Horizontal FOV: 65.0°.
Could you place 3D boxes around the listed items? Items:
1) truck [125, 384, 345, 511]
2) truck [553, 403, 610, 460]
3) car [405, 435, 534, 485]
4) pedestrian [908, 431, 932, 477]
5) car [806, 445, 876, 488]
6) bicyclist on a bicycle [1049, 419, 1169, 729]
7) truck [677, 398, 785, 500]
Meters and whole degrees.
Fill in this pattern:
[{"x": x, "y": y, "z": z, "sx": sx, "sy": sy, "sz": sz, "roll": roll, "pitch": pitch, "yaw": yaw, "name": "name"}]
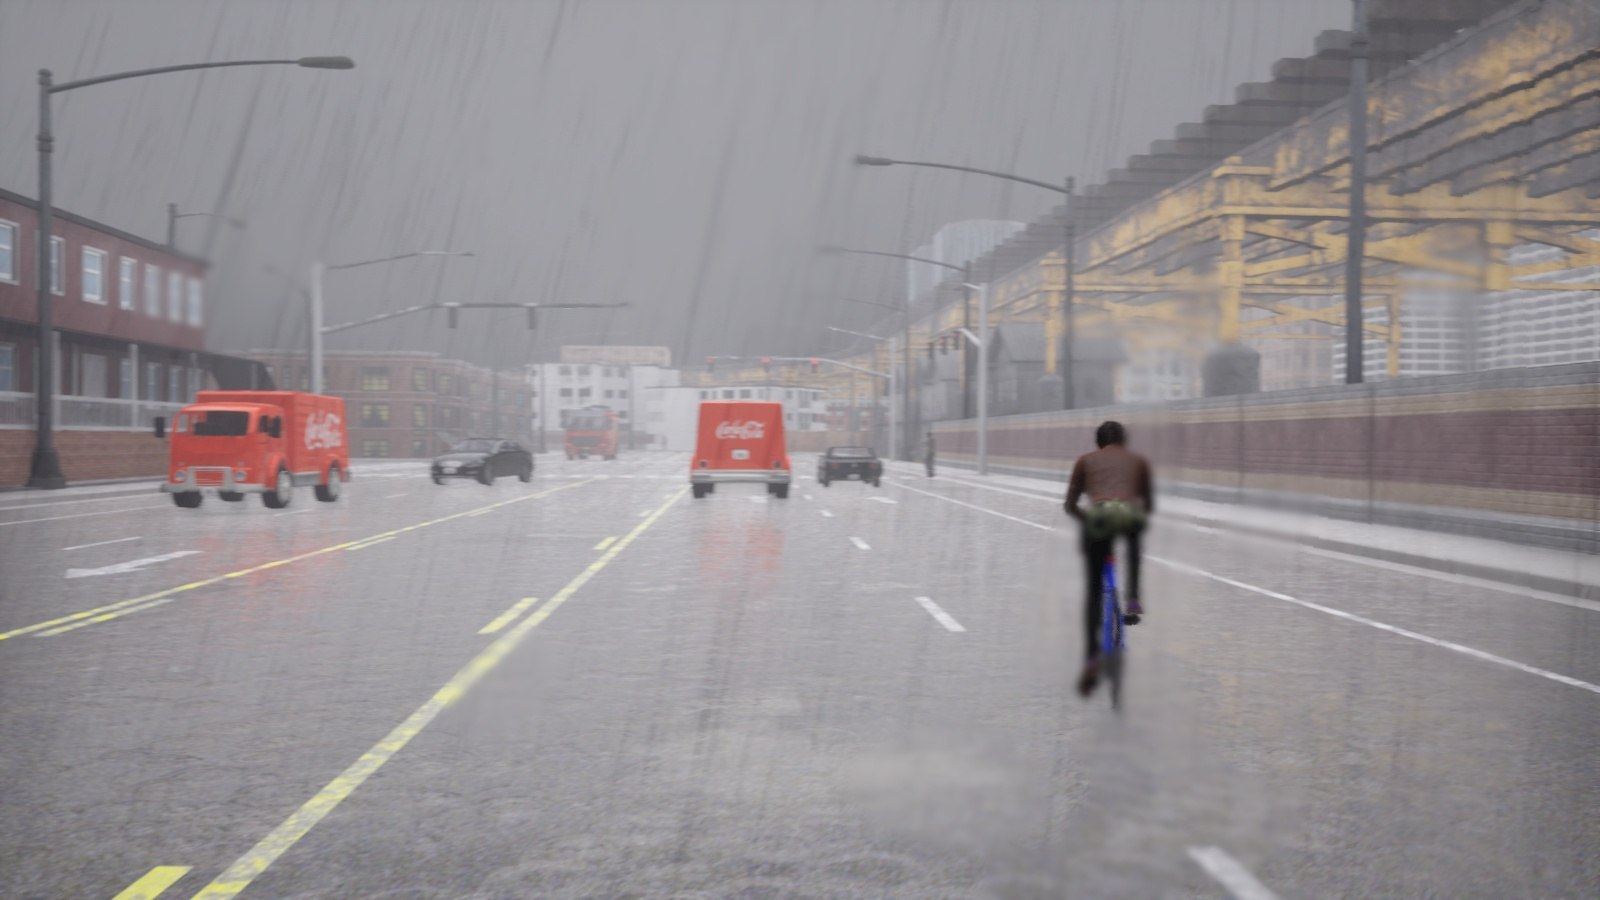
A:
[{"x": -12.021, "y": -0.061, "z": 27.226, "sx": 2.627, "sy": 2.467, "sz": 5.204, "roll": 0, "pitch": 0, "yaw": -3, "name": "truck"}, {"x": -15.182, "y": -1.281, "z": 87.909, "sx": 2.891, "sy": 3.827, "sz": 8.468, "roll": 0, "pitch": 1, "yaw": -3, "name": "truck"}, {"x": -10.559, "y": 0.279, "z": 40.555, "sx": 2.128, "sy": 1.511, "sz": 4.902, "roll": 1, "pitch": 0, "yaw": 11, "name": "car"}, {"x": 4.697, "y": 0.154, "z": 49.113, "sx": 0.869, "sy": 1.805, "sz": 0.328, "roll": 1, "pitch": 1, "yaw": 38, "name": "pedestrian"}, {"x": 1.267, "y": 0.506, "z": 41.154, "sx": 1.895, "sy": 1.301, "sz": 4.718, "roll": 0, "pitch": 0, "yaw": -3, "name": "car"}, {"x": 1.792, "y": 0.649, "z": 7.449, "sx": 0.582, "sy": 1.620, "sz": 1.656, "roll": 1, "pitch": 0, "yaw": 10, "name": "bicyclist on a bicycle"}, {"x": -1.828, "y": -0.039, "z": 33.382, "sx": 2.627, "sy": 2.467, "sz": 5.204, "roll": 0, "pitch": 0, "yaw": -3, "name": "truck"}]
